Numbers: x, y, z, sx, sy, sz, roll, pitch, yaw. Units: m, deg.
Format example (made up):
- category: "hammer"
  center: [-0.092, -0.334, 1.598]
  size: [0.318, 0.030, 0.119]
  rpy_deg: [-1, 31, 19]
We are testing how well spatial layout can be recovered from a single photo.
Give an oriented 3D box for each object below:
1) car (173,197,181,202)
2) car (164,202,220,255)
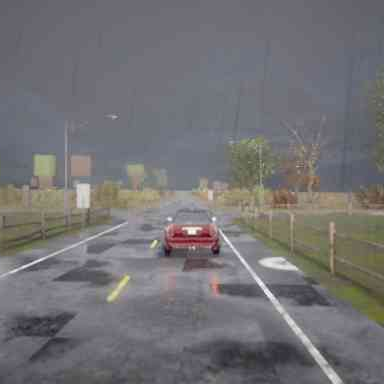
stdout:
- category: "car"
  center: [-4.026, 2.068, 88.546]
  size: [2.097, 1.767, 4.553]
  rpy_deg: [0, 0, -1]
- category: "car"
  center: [-0.003, 1.481, 14.081]
  size: [2.097, 1.767, 4.553]
  rpy_deg: [0, -1, 0]
